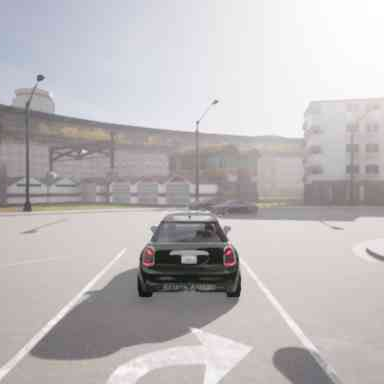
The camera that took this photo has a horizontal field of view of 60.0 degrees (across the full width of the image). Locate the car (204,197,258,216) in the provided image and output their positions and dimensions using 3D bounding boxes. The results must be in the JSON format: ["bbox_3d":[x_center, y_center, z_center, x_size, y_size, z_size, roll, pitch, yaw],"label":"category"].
[{"bbox_3d":[3.582,1.344,28.950,4.181,1.385,1.994,0,0,-16],"label":"car"}]

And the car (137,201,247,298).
[{"bbox_3d":[-0.037,1.288,8.517,2.097,1.767,4.553,0,1,1],"label":"car"}]
